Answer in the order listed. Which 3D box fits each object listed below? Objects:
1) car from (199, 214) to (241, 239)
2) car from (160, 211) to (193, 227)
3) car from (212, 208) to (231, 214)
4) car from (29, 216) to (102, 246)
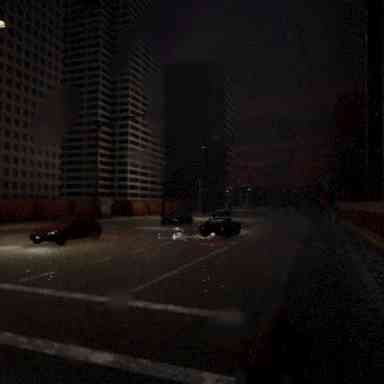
[{"bbox_3d":[2.104,2.460,23.282,1.895,1.301,4.718,0,-2,21],"label":"car"},{"bbox_3d":[-1.508,2.665,33.800,1.882,1.535,5.008,0,-2,21],"label":"car"},{"bbox_3d":[4.410,3.149,49.228,2.033,1.411,5.357,0,-2,21],"label":"car"},{"bbox_3d":[-7.037,2.126,19.088,1.812,1.442,4.674,0,-2,21],"label":"car"}]
